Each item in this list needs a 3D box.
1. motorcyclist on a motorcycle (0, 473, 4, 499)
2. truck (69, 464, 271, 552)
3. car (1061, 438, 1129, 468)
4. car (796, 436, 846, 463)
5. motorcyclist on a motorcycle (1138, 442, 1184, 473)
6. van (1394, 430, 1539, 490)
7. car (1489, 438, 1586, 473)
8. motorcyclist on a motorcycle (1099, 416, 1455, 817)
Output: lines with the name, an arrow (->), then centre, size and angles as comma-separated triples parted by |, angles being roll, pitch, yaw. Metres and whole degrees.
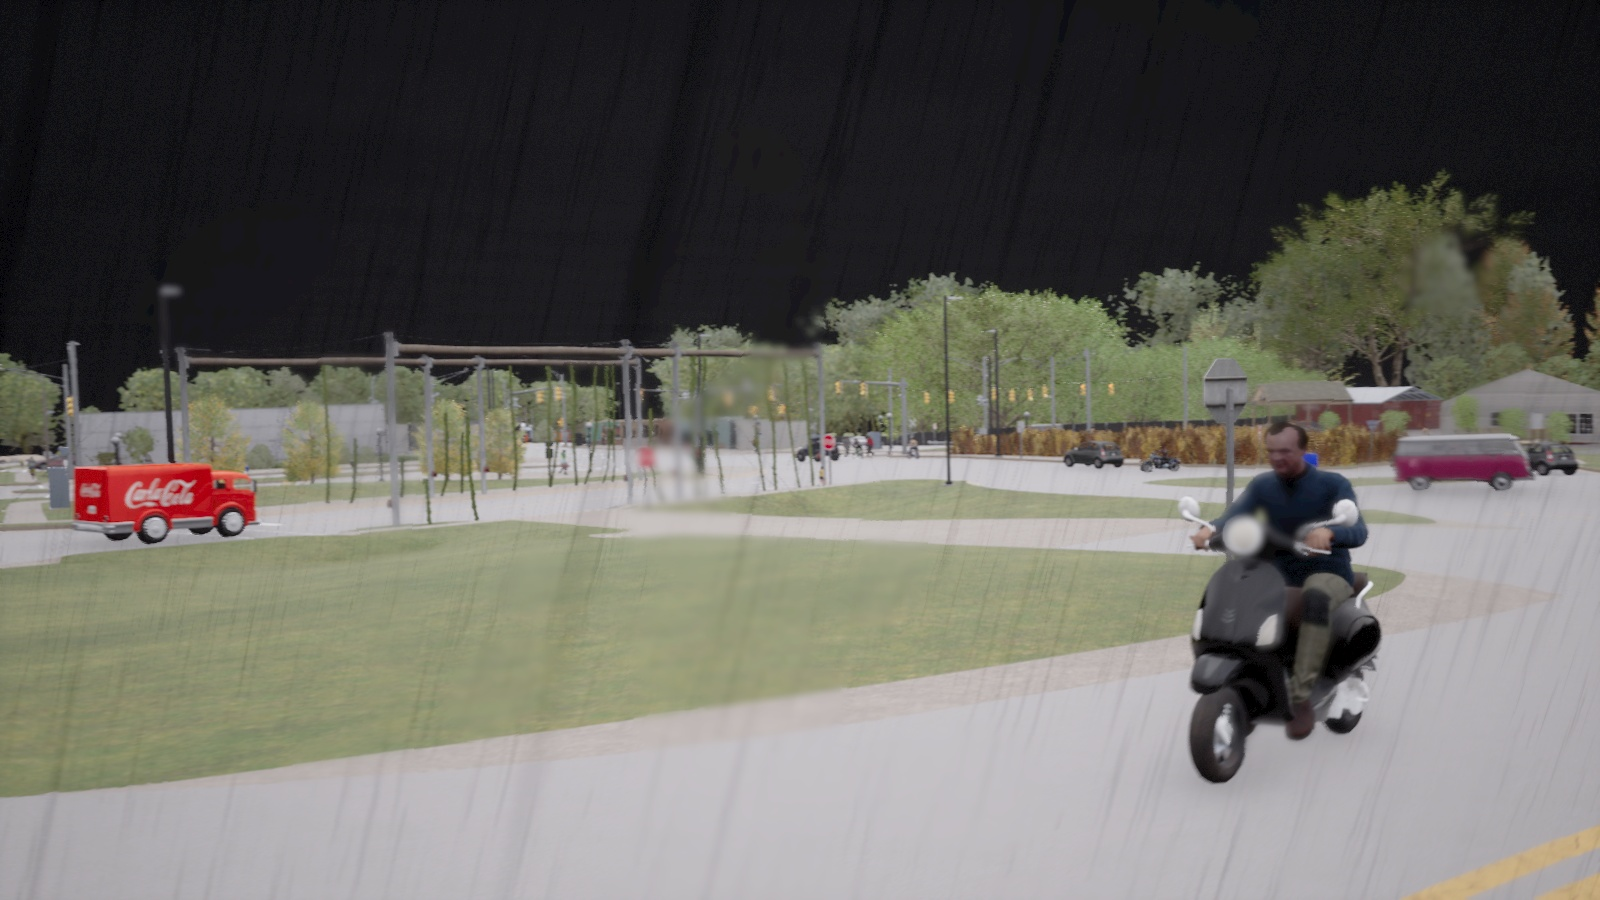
motorcyclist on a motorcycle -> -53.061, 2.365, 81.505 | 2.350, 1.649, 0.766 | -2, 1, 8
truck -> -20.457, 1.793, 40.996 | 2.627, 2.467, 5.204 | 0, 1, 36
car -> 17.869, 0.157, 76.256 | 1.851, 1.617, 3.988 | -3, 3, -27
car -> 1.588, -0.039, 95.762 | 1.905, 1.878, 3.866 | -4, 1, -33
motorcyclist on a motorcycle -> 20.329, 0.408, 70.729 | 2.350, 1.649, 0.766 | -2, 3, -11
van -> 24.093, 0.379, 45.588 | 4.442, 1.987, 1.775 | -2, 2, 22
car -> 36.144, 0.250, 61.645 | 1.851, 1.617, 3.988 | -2, 0, -12
motorcyclist on a motorcycle -> 2.297, 0.658, 5.925 | 1.817, 1.590, 0.866 | -1, 0, -44
